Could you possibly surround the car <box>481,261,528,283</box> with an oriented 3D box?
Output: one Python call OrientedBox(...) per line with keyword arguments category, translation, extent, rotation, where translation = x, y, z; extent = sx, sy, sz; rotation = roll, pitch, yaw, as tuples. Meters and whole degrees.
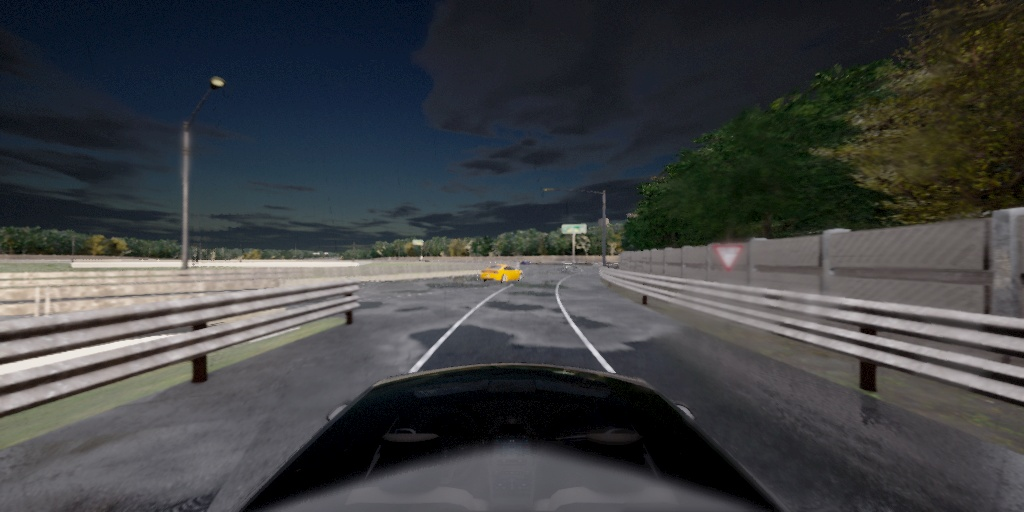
OrientedBox(category="car", translation=(-0.779, 1.485, 30.938), extent=(1.882, 1.535, 5.008), rotation=(0, 0, 28))
